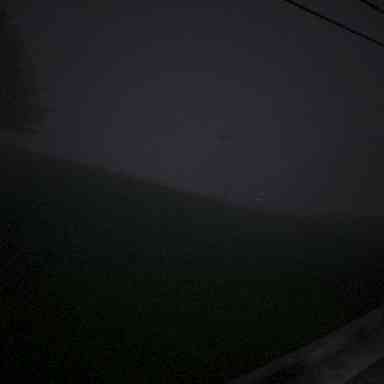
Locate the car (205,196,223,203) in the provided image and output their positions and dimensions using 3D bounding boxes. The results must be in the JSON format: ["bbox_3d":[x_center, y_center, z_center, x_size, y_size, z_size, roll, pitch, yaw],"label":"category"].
[{"bbox_3d":[4.559,1.536,66.938,1.837,1.490,4.892,0,0,-36],"label":"car"}]

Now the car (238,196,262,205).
[{"bbox_3d":[10.032,1.523,58.073,2.128,1.511,4.902,0,0,-31],"label":"car"}]
